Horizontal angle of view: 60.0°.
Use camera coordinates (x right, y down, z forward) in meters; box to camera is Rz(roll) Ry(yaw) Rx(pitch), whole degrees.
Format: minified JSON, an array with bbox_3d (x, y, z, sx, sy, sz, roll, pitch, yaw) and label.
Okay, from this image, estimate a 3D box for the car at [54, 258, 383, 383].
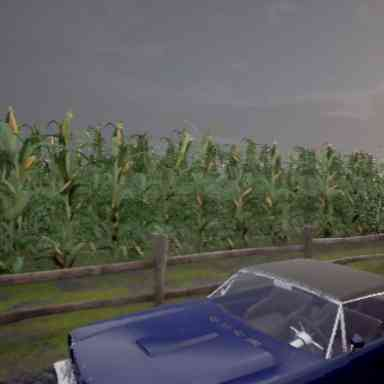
[{"bbox_3d":[1.082,1.548,3.651,4.718,1.301,1.895,0,1,-32],"label":"car"}]
